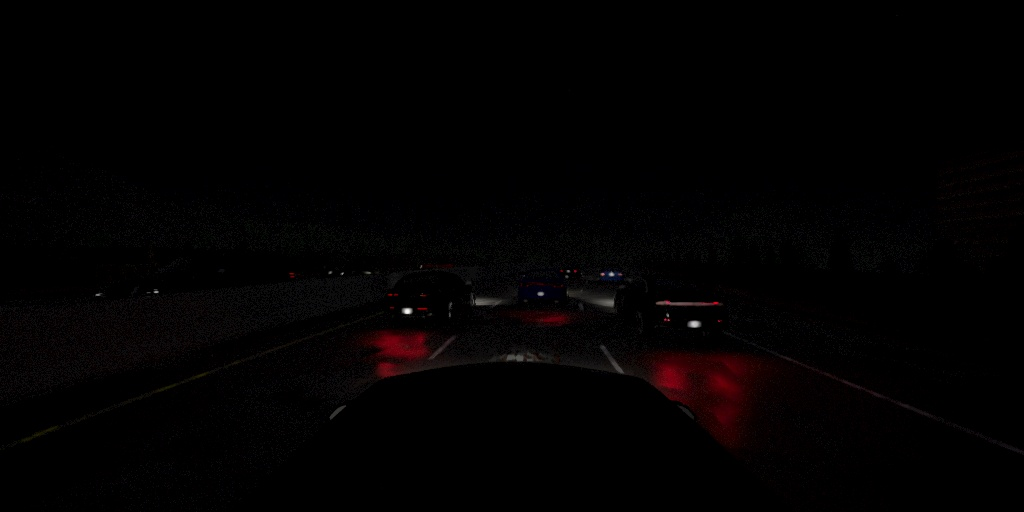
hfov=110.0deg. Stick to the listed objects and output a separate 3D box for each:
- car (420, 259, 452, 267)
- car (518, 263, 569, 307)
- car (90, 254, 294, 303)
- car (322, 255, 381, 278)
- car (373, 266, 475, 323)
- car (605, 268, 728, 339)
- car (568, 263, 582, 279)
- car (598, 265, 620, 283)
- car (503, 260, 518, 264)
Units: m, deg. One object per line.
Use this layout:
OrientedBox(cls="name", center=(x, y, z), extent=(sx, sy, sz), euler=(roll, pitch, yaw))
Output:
OrientedBox(cls="car", center=(-7.996, 1.118, 37.858), extent=(2.097, 1.767, 4.553), euler=(0, 0, 15))
OrientedBox(cls="car", center=(1.440, 1.255, 15.706), extent=(1.882, 1.535, 5.008), euler=(0, 0, 9))
OrientedBox(cls="car", center=(-9.885, 0.941, 11.922), extent=(2.150, 2.045, 5.566), euler=(0, 0, 7))
OrientedBox(cls="car", center=(-13.458, 0.954, 30.546), extent=(2.150, 2.045, 5.566), euler=(0, 0, 14))
OrientedBox(cls="car", center=(-2.588, 1.258, 12.212), extent=(1.837, 1.490, 4.892), euler=(0, 0, 6))
OrientedBox(cls="car", center=(4.208, 1.274, 10.199), extent=(2.128, 1.511, 4.902), euler=(0, 0, 6))
OrientedBox(cls="car", center=(5.499, 1.370, 33.547), extent=(2.033, 1.411, 5.357), euler=(0, 0, 14))
OrientedBox(cls="car", center=(7.760, 1.373, 28.196), extent=(2.033, 1.411, 5.357), euler=(0, 0, 14))
OrientedBox(cls="car", center=(-0.251, 1.331, 54.141), extent=(2.128, 1.511, 4.902), euler=(0, 0, 14))
